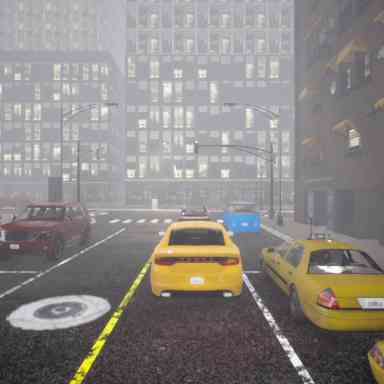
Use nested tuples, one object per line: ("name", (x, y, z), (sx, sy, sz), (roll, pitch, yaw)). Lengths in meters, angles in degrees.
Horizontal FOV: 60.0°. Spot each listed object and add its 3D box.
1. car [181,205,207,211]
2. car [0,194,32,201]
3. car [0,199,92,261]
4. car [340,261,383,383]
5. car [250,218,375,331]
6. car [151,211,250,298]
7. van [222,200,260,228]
("car", (0.125, 1.497, 19.059), (2.128, 1.511, 4.902), (0, 0, 0))
("car", (-20.833, 1.112, 38.090), (5.009, 1.841, 2.192), (1, -1, 0))
("car", (-5.297, 1.318, 12.457), (2.192, 1.841, 5.009), (0, 0, 0))
("car", (2.570, 1.526, 1.337), (1.752, 1.417, 4.829), (0, 0, 0))
("car", (2.576, 1.527, 6.977), (1.752, 1.417, 4.829), (0, 0, 0))
("car", (0.108, 1.479, 8.588), (1.882, 1.535, 5.008), (0, 0, 0))
("van", (2.588, 1.346, 18.088), (1.690, 1.788, 3.998), (0, 0, 0))
